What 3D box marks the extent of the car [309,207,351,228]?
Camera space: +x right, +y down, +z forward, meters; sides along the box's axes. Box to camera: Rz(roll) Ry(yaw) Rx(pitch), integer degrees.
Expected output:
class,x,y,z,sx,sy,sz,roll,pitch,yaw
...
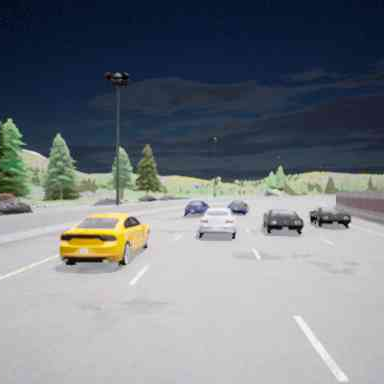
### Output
class,x,y,z,sx,sy,sz,roll,pitch,yaw
car,9.312,1.643,22.843,1.895,1.301,4.718,0,0,10

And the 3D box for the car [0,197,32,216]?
class,x,y,z,sx,sy,sz,roll,pitch,yaw
car,-15.021,1.460,26.726,2.128,1.511,4.902,0,0,10

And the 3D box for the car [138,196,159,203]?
class,x,y,z,sx,sy,sz,roll,pitch,yaw
car,-9.223,1.502,68.017,1.837,1.490,4.892,0,0,25

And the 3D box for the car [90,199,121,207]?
class,x,y,z,sx,sy,sz,roll,pitch,yaw
car,-9.370,1.497,36.374,1.837,1.490,4.892,0,0,14

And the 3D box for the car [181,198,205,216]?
class,x,y,z,sx,sy,sz,roll,pitch,yaw
car,0.553,1.546,32.020,1.812,1.442,4.674,0,0,13

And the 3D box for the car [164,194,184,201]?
class,x,y,z,sx,sy,sz,roll,pitch,yaw
car,-2.796,1.568,65.207,2.033,1.411,5.357,0,0,25

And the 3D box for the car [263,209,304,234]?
class,x,y,z,sx,sy,sz,roll,pitch,yaw
car,5.204,1.628,19.528,1.895,1.301,4.718,0,0,9

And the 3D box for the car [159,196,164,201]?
class,x,y,z,sx,sy,sz,roll,pitch,yaw
car,-5.116,1.379,68.476,2.097,1.767,4.553,0,0,25

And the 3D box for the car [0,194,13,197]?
class,x,y,z,sx,sy,sz,roll,pitch,yaw
car,-18.107,1.182,29.443,2.150,2.045,5.566,0,0,11

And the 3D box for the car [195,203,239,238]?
class,x,y,z,sx,sy,sz,roll,pitch,yaw
car,1.439,1.540,17.748,1.812,1.442,4.674,0,0,7

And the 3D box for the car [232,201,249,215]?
class,x,y,z,sx,sy,sz,roll,pitch,yaw
car,4.845,1.599,34.678,1.994,1.385,4.181,0,0,15

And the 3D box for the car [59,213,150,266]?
class,x,y,z,sx,sy,sz,roll,pitch,yaw
car,-2.768,1.476,11.636,1.882,1.535,5.008,0,0,5
